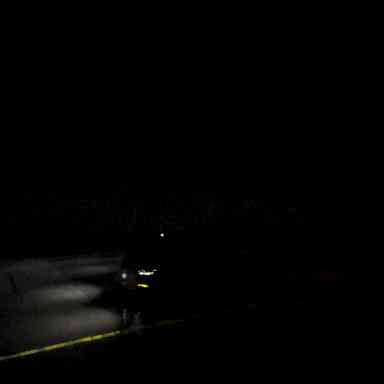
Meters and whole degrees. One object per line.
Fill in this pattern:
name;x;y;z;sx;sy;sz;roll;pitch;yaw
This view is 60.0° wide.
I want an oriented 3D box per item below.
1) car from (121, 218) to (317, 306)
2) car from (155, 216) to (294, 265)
car;0.769;1.536;8.040;4.892;1.490;1.837;1;-1;-26
car;1.195;1.649;12.152;4.718;1.301;1.895;1;0;-23
